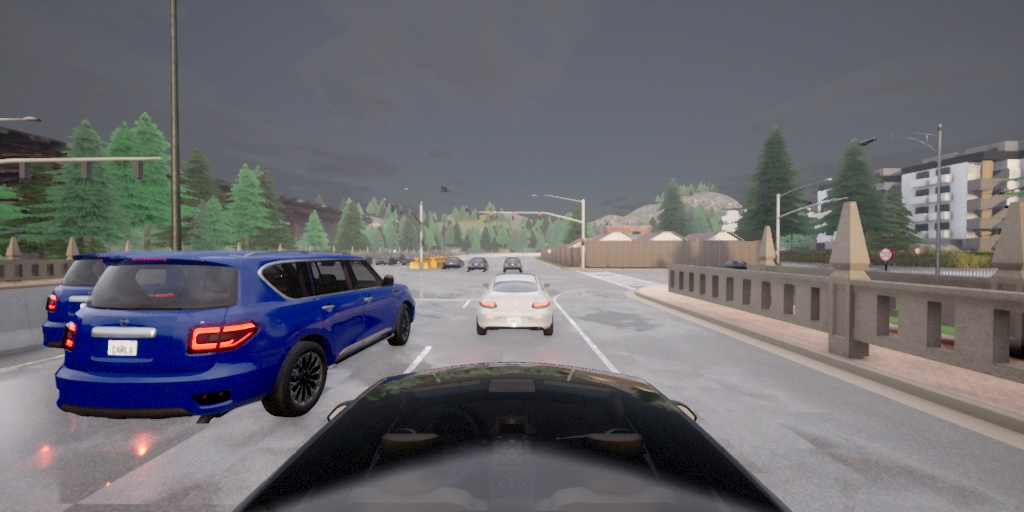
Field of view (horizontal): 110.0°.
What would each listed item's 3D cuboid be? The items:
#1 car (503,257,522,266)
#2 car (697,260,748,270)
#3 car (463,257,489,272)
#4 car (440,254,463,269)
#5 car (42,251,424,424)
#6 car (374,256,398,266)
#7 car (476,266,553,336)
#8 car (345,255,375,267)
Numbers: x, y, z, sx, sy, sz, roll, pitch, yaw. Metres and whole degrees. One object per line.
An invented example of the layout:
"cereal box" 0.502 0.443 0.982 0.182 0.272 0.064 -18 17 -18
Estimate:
"car" 0.062 0.854 36.789 2.033 1.411 5.357 0 1 0
"car" 18.037 0.999 29.981 4.718 1.301 1.895 0 1 2
"car" -3.437 0.854 36.779 2.033 1.411 5.357 0 1 0
"car" -6.945 0.789 42.807 1.994 1.385 4.181 0 1 0
"car" -3.487 0.931 6.072 2.150 2.045 5.566 0 1 4
"car" -17.638 0.686 50.446 1.994 1.385 4.181 0 1 0
"car" 0.110 1.191 9.992 1.812 1.442 4.674 0 1 2
"car" -21.136 0.618 50.139 2.128 1.511 4.902 0 1 0
